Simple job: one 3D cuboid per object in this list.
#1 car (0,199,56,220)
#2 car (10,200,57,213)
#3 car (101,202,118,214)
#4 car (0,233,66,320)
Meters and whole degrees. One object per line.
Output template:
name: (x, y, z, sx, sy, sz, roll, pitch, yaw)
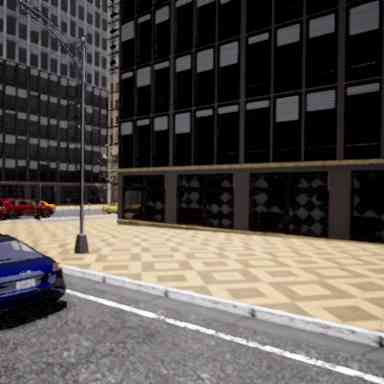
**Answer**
car: (-15.226, 1.556, 30.206, 2.192, 1.841, 5.009, 0, 0, 36)
car: (-18.748, 1.690, 39.571, 1.752, 1.417, 4.829, 0, 0, 36)
car: (-8.452, 1.867, 39.435, 1.752, 1.417, 4.829, 0, 0, 36)
car: (-4.547, 1.570, 6.913, 4.181, 1.385, 1.994, 0, 0, 34)
